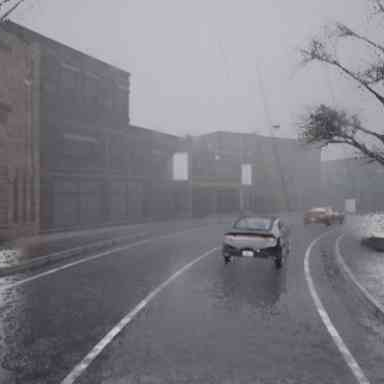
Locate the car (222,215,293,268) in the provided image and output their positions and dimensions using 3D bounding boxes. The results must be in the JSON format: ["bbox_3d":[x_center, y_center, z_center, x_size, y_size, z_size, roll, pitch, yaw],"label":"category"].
[{"bbox_3d":[2.429,1.575,11.806,2.128,1.511,4.902,1,0,20],"label":"car"}]

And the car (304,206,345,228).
[{"bbox_3d":[9.871,1.768,24.765,1.812,1.442,4.674,1,0,41],"label":"car"}]
